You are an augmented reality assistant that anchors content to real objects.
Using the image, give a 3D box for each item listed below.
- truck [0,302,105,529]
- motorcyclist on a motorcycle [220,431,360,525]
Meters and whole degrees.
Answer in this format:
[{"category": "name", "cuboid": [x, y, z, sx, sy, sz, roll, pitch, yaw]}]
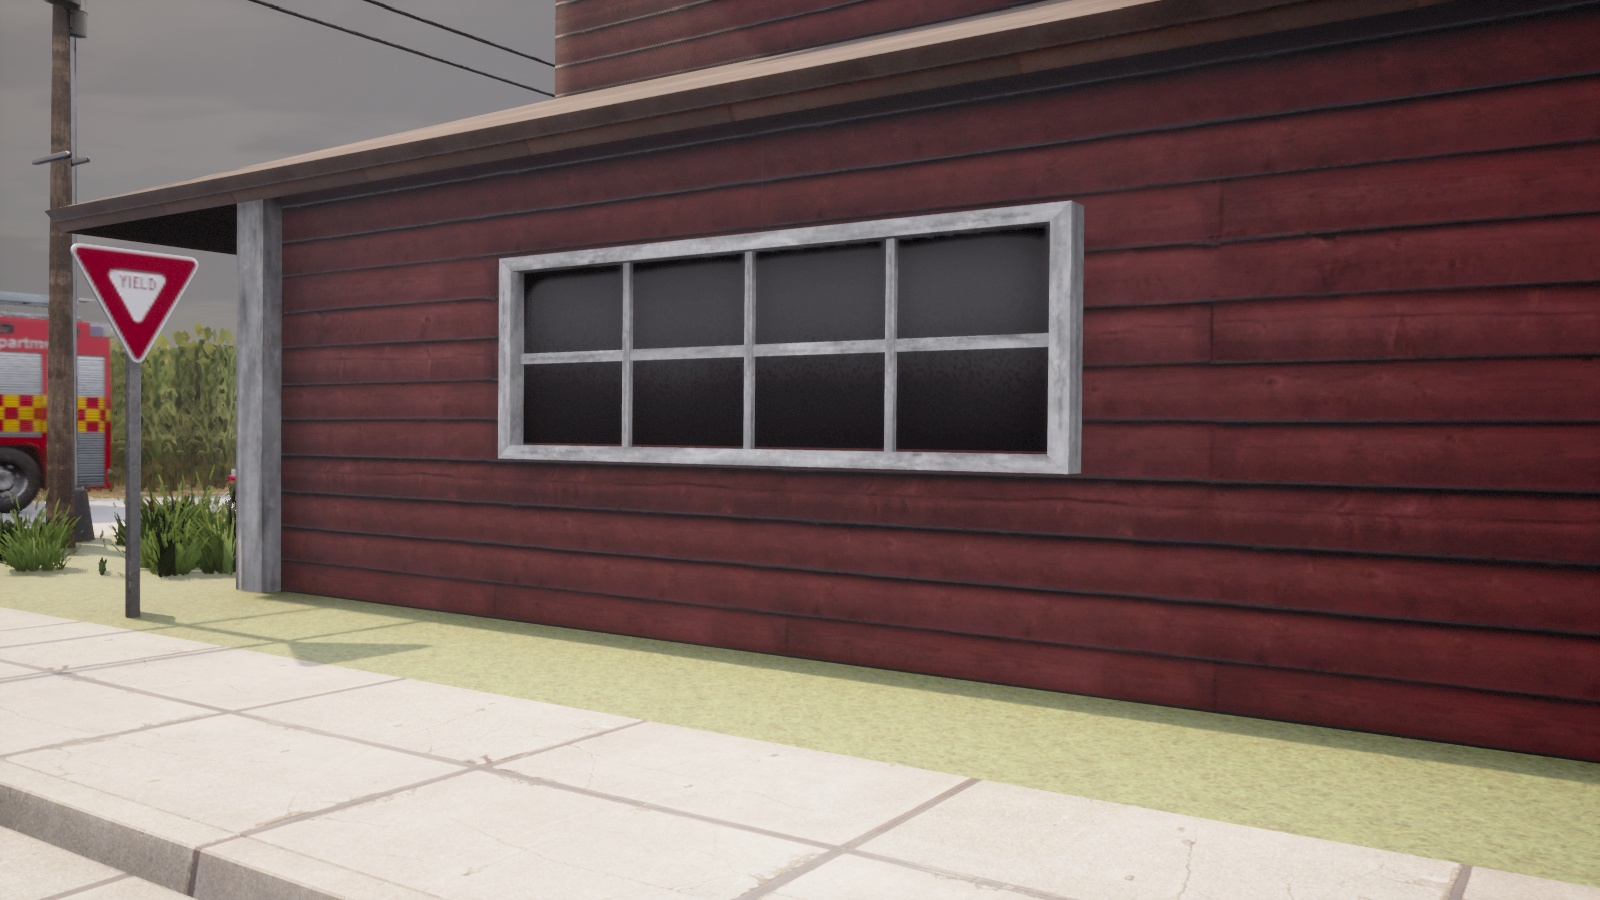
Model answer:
[{"category": "truck", "cuboid": [-16.286, -0.534, 20.129, 2.891, 3.827, 8.468, 0, 1, 41]}, {"category": "motorcyclist on a motorcycle", "cuboid": [-9.339, 0.478, 23.100, 0.766, 1.649, 2.350, 0, 1, 34]}]
